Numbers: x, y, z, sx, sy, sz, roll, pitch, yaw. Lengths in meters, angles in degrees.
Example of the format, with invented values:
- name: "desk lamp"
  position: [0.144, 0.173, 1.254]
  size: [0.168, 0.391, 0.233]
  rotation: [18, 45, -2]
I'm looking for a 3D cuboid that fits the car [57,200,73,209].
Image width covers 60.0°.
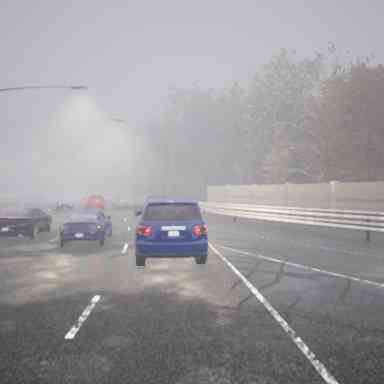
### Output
- name: "car"
  position: [-16.193, 1.678, 42.028]
  size: [1.895, 1.301, 4.718]
  rotation: [0, 0, -24]

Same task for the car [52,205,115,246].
- name: "car"
  position: [-4.820, 1.554, 15.462]
  size: [1.812, 1.442, 4.674]
  rotation: [0, 0, -9]

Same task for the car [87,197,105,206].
- name: "car"
  position: [-16.981, 1.612, 58.508]
  size: [1.837, 1.490, 4.892]
  rotation: [0, 0, -31]

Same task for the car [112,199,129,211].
- name: "car"
  position: [-9.084, 1.626, 43.134]
  size: [2.033, 1.411, 5.357]
  rotation: [0, 0, -24]

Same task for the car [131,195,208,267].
- name: "car"
  position: [-0.817, 1.243, 11.752]
  size: [2.150, 2.045, 5.566]
  rotation: [0, 0, -7]

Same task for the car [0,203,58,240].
- name: "car"
  position: [-8.641, 1.509, 17.153]
  size: [1.882, 1.535, 5.008]
  rotation: [0, 0, -10]

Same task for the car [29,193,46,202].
- name: "car"
  position: [-39.549, 1.382, 84.993]
  size: [5.566, 2.045, 2.150]
  rotation: [0, 0, 39]

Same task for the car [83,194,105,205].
- name: "car"
  position: [-12.503, 1.299, 42.329]
  size: [2.150, 2.045, 5.566]
  rotation: [0, 0, -23]

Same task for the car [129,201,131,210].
- name: "car"
  position: [-3.559, 1.276, 28.410]
  size: [2.150, 2.045, 5.566]
  rotation: [0, 0, -21]
